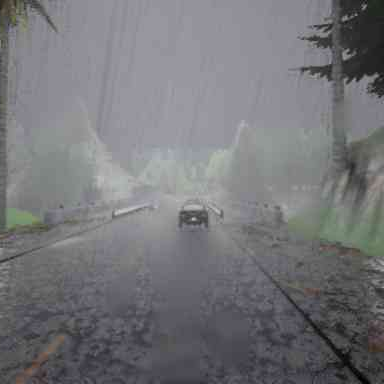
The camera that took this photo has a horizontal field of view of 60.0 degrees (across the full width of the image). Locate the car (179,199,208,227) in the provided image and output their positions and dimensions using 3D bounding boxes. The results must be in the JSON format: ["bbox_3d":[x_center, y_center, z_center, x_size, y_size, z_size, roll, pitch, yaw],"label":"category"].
[{"bbox_3d":[0.105,1.503,22.874,1.882,1.535,5.008,0,0,0],"label":"car"}]

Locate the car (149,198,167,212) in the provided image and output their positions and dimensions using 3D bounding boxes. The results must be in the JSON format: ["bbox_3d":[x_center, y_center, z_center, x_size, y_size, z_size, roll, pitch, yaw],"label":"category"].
[{"bbox_3d":[-4.051,1.536,39.957,2.128,1.511,4.902,0,0,0],"label":"car"}]

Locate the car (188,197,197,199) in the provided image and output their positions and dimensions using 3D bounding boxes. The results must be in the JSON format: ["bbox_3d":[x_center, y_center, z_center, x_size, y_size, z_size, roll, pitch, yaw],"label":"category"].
[{"bbox_3d":[0.106,1.547,49.755,2.128,1.511,4.902,0,0,0],"label":"car"}]
